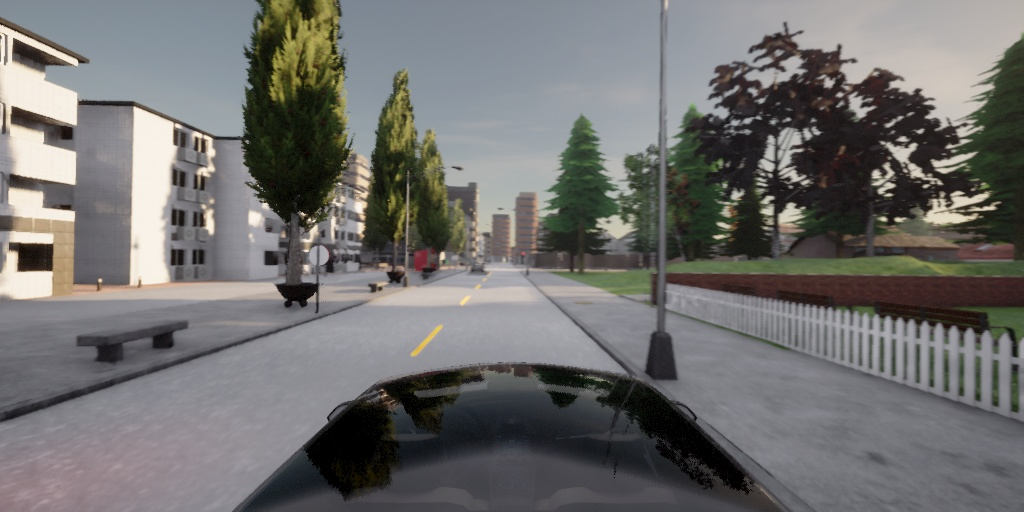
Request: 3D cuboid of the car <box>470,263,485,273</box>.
[{"bbox_3d":[-4.829,1.674,50.678,1.895,1.301,4.718,1,0,-1],"label":"car"}]
